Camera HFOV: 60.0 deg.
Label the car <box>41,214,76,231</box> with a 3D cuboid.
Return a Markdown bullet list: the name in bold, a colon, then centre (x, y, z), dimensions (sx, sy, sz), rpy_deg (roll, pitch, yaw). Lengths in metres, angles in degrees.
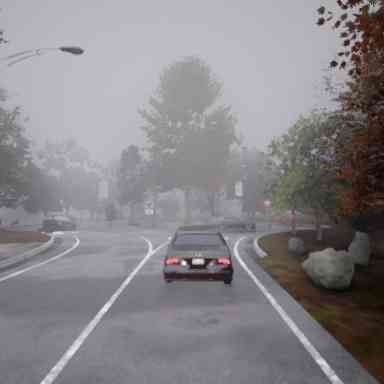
- **car**: centre (-12.879, 2.962, 31.936), dimensions (4.674, 1.442, 1.812), rpy_deg (-4, -5, 45)

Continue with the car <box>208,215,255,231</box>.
- **car**: centre (3.486, 2.823, 30.294), dimensions (4.902, 1.511, 2.128), rpy_deg (2, -4, -24)

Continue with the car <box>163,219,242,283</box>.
- **car**: centre (0.184, 1.758, 10.275), dimensions (2.033, 1.411, 5.357), rpy_deg (0, -2, 1)

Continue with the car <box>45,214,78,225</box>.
- **car**: centre (-19.062, 4.000, 48.794), dimensions (1.882, 1.535, 5.008), rpy_deg (-1, -4, 15)

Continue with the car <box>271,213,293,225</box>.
- **car**: centre (13.091, 3.837, 48.217), dimensions (2.097, 1.767, 4.553), rpy_deg (0, -4, -7)

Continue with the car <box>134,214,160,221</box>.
- **car**: centre (-8.256, 4.637, 60.760), dimensions (4.892, 1.490, 1.837), rpy_deg (1, -5, -15)
